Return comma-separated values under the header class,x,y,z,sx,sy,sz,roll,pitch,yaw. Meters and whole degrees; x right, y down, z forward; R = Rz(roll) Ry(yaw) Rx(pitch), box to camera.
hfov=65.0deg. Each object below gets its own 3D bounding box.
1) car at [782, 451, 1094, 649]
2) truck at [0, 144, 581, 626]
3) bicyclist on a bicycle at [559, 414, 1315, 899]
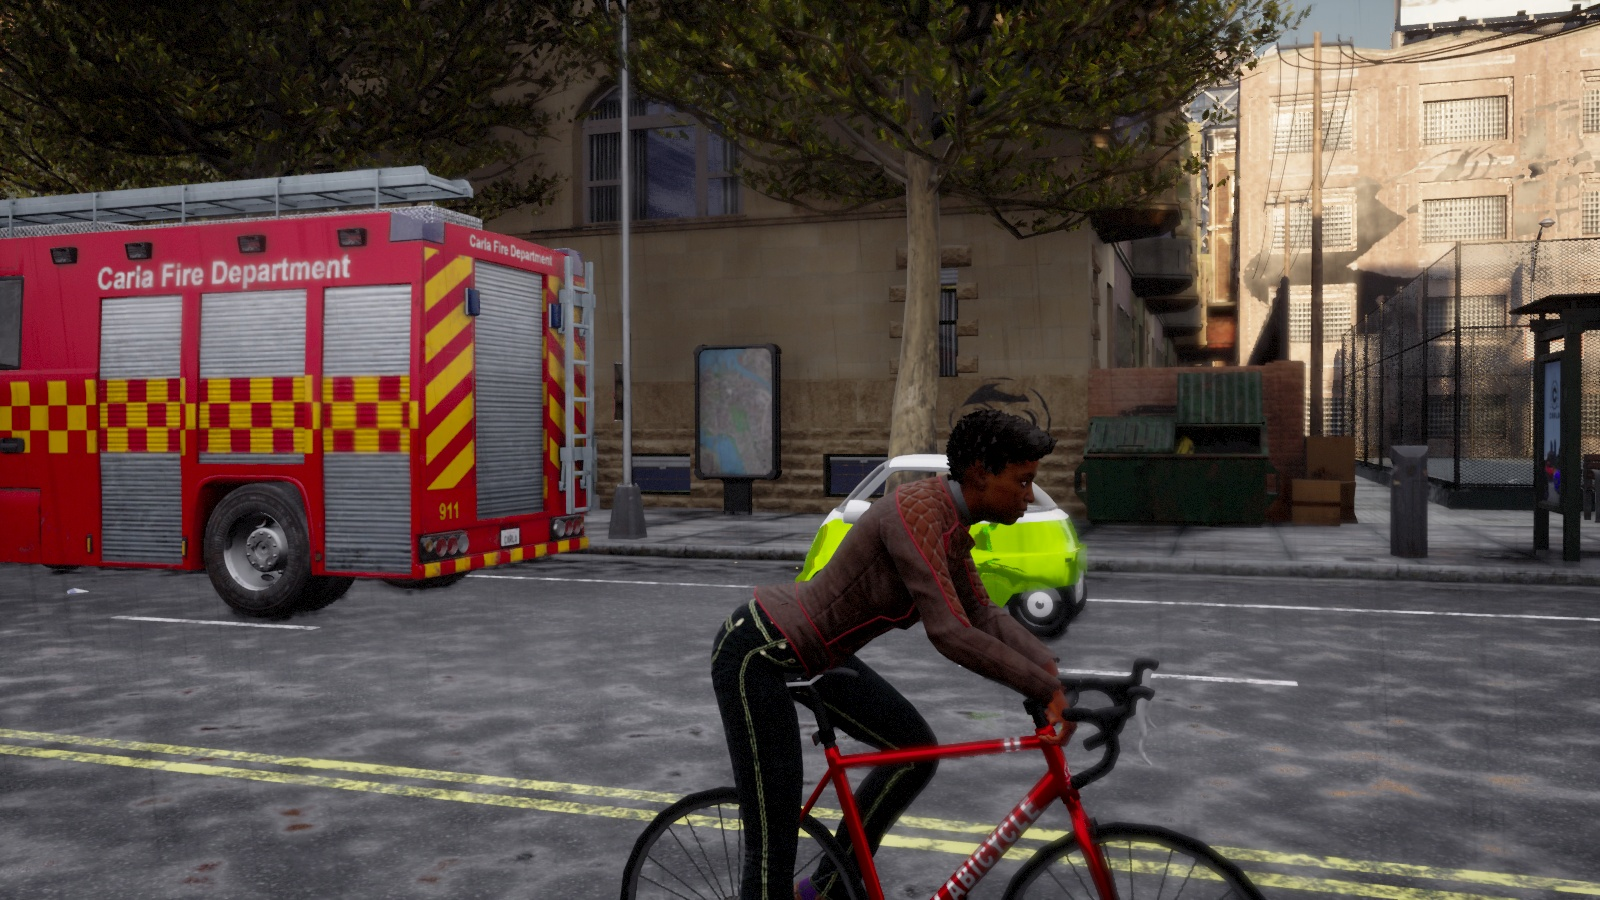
class,x,y,z,sx,sy,sz,roll,pitch,yaw
car,1.153,0.723,10.141,2.207,1.376,1.481,1,1,19
truck,-6.695,-0.566,12.681,8.468,3.827,2.891,1,1,19
bicyclist on a bicycle,0.305,0.732,3.021,1.656,1.620,0.582,1,1,17
